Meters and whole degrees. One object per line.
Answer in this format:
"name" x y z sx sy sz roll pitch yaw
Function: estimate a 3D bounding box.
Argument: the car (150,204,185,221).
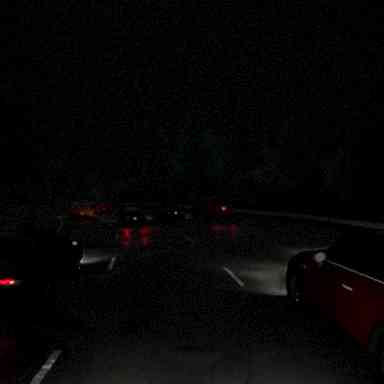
"car" -2.225 1.790 29.569 2.033 1.411 5.357 0 0 -21

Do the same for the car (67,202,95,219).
"car" -10.846 1.772 31.925 1.882 1.535 5.008 0 -1 -24

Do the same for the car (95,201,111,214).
"car" -11.264 1.839 40.225 1.882 1.535 5.008 0 -1 -29

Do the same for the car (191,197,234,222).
"car" 1.661 1.444 29.023 2.150 2.045 5.566 0 -1 -19

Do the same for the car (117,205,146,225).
"car" -4.849 1.753 26.343 1.812 1.442 4.674 0 0 -18

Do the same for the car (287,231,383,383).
"car" 3.114 1.382 5.196 2.097 1.767 4.553 0 0 -3

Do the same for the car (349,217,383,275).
"car" 6.306 1.548 8.513 1.837 1.490 4.892 0 0 -6

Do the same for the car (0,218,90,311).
"car" -4.069 1.628 8.089 2.033 1.411 5.357 0 0 -7
